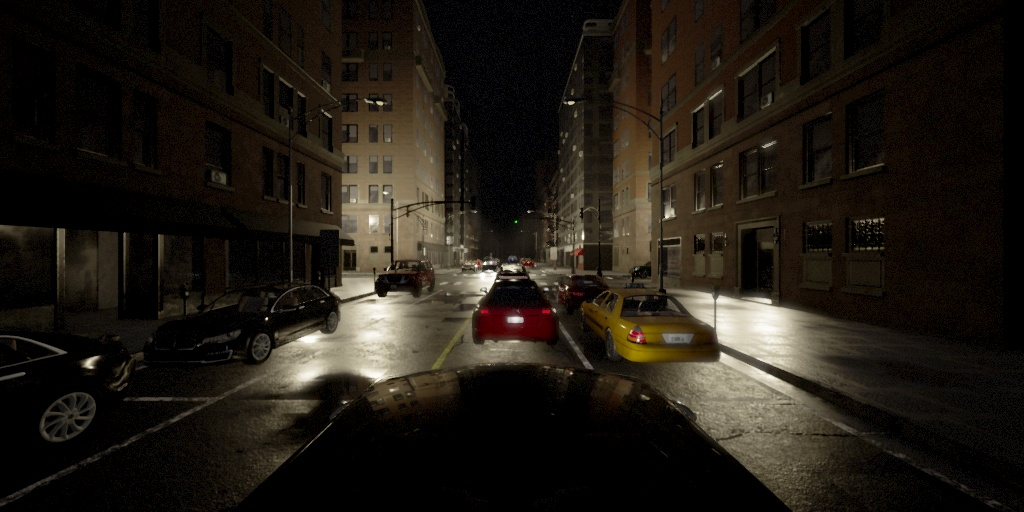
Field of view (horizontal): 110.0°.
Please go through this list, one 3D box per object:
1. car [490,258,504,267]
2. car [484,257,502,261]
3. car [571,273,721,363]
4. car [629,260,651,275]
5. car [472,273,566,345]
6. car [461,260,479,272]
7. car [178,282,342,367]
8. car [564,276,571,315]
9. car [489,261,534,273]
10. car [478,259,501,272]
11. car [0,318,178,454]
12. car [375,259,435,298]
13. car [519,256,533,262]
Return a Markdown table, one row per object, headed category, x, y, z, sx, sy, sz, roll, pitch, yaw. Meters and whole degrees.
| category | x | y | z | sx | sy | sz | roll | pitch | yaw |
| --- | --- | --- | --- | --- | --- | --- | --- | --- | --- |
| car | -2.686 | 1.218 | 65.027 | 2.128 | 1.511 | 4.902 | 0 | 0 | 1 |
| car | -2.740 | 1.224 | 54.876 | 2.128 | 1.511 | 4.902 | 0 | 0 | 0 |
| car | 2.647 | 1.274 | 8.020 | 1.751 | 1.417 | 4.829 | 0 | 0 | 0 |
| car | 13.226 | 1.159 | 33.252 | 4.553 | 1.767 | 2.097 | 0 | 0 | 0 |
| car | 0.081 | 1.312 | 9.535 | 1.994 | 1.385 | 4.181 | 0 | 0 | 0 |
| car | -5.306 | 1.288 | 45.163 | 2.007 | 1.370 | 4.403 | 0 | 0 | 0 |
| car | -5.378 | 1.299 | 7.875 | 2.007 | 1.370 | 4.403 | 0 | 0 | 0 |
| car | 2.657 | 1.329 | 13.263 | 1.802 | 1.307 | 4.207 | 0 | 0 | 0 |
| car | -0.019 | 1.238 | 19.867 | 2.128 | 1.511 | 4.902 | 0 | 0 | -2 |
| car | -2.767 | 1.338 | 45.307 | 1.895 | 1.301 | 4.718 | 0 | 0 | 0 |
| car | -5.388 | 1.300 | 2.462 | 2.007 | 1.370 | 4.403 | 0 | 0 | 0 |
| car | -5.357 | 1.060 | 18.700 | 2.192 | 1.841 | 5.009 | 0 | 0 | 0 |
| car | 2.751 | 1.168 | 61.503 | 1.967 | 1.591 | 4.097 | 0 | 0 | 0 |
